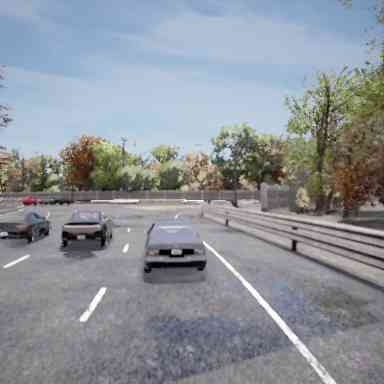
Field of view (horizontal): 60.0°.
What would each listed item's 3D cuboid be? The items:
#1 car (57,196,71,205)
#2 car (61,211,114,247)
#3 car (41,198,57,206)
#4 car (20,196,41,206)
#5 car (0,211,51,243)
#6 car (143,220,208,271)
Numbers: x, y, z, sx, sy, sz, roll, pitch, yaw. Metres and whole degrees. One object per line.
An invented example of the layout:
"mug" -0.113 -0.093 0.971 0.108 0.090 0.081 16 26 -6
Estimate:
"car" -29.491 1.913 75.269 2.150 2.045 5.566 0 -1 -45
"car" -4.866 1.643 15.912 2.128 1.511 4.902 0 0 -9
"car" -32.058 2.177 72.890 1.837 1.490 4.892 0 -1 -45
"car" -34.668 1.893 70.558 2.150 2.045 5.566 0 -1 -45
"car" -8.558 1.693 16.807 1.812 1.442 4.674 0 -1 -10
"car" -0.676 1.648 11.248 2.033 1.411 5.357 0 0 -6
